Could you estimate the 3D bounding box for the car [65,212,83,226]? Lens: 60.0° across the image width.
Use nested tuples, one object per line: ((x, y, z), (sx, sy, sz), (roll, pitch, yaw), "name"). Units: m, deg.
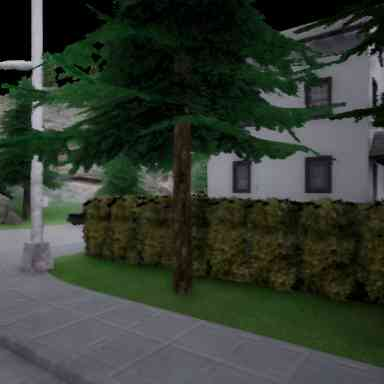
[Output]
((-6.149, 1.602, 22.791), (1.895, 1.301, 4.718), (0, 0, 36), "car")
